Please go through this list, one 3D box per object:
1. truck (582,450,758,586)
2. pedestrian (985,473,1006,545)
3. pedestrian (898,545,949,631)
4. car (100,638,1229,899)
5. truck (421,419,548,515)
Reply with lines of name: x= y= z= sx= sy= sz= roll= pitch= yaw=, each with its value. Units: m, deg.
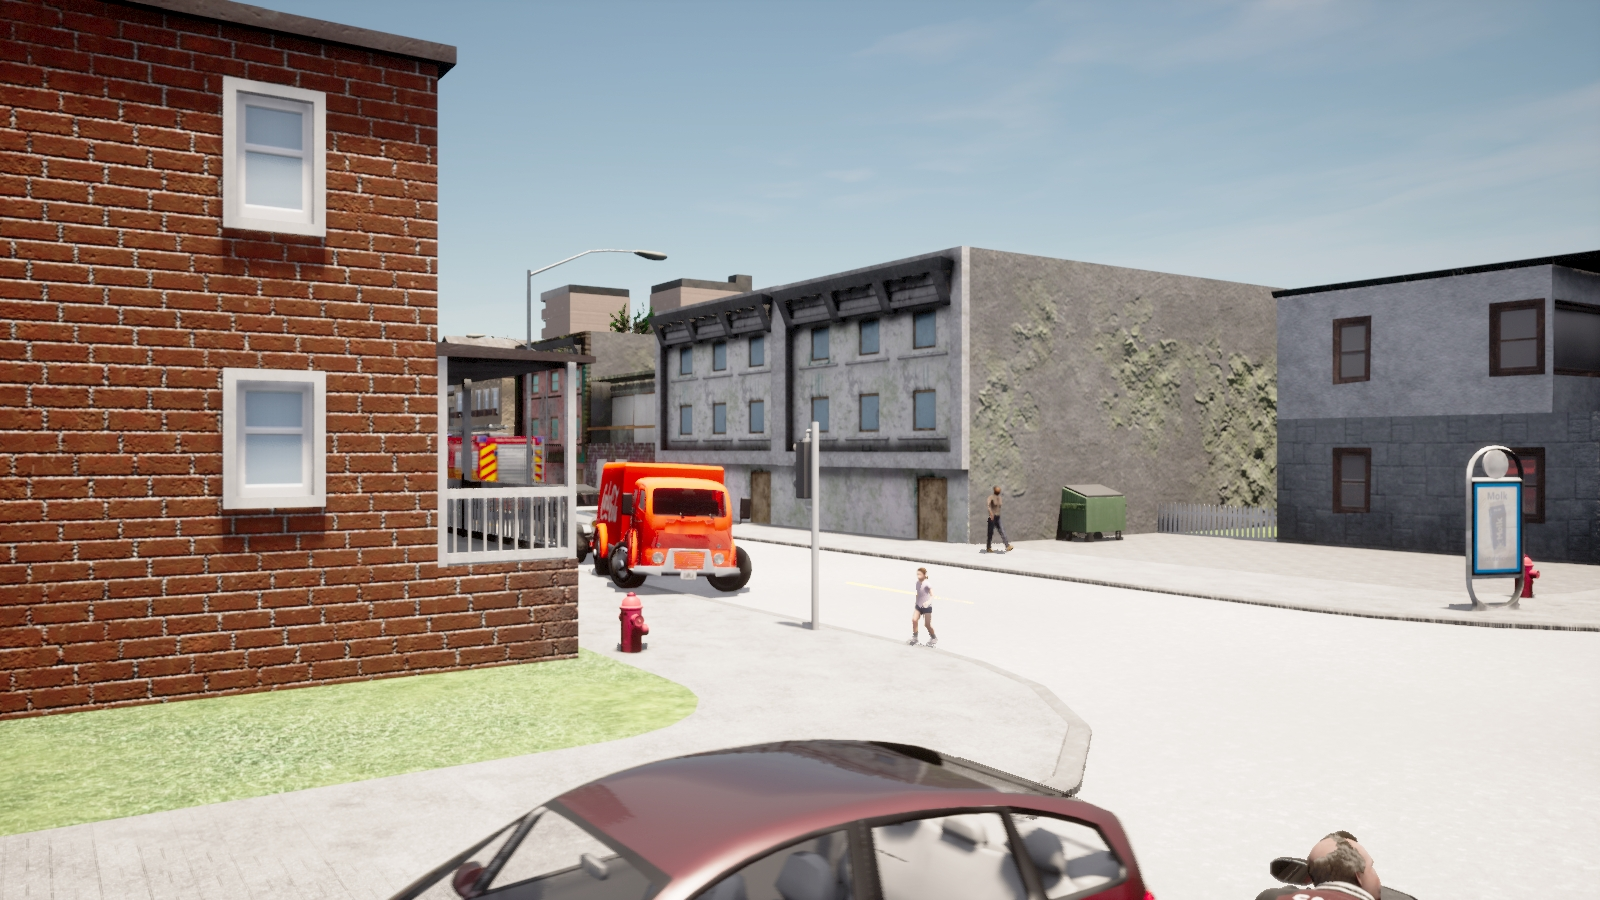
truck: x=-2.868 y=1.294 z=23.855 sx=2.627 sy=2.467 sz=5.204 roll=3 pitch=-1 yaw=-17
pedestrian: x=5.064 y=1.524 z=29.625 sx=0.375 sy=1.860 sz=0.375 roll=0 pitch=0 yaw=-30
pedestrian: x=1.716 y=1.897 z=15.811 sx=0.500 sy=1.100 sz=0.500 roll=0 pitch=0 yaw=44
car: x=-0.350 y=1.795 z=4.213 sx=3.705 sy=1.549 sz=1.789 roll=-1 pitch=1 yaw=-34
truck: x=-13.866 y=0.670 z=49.664 sx=2.891 sy=3.827 sz=8.468 roll=0 pitch=0 yaw=-33
